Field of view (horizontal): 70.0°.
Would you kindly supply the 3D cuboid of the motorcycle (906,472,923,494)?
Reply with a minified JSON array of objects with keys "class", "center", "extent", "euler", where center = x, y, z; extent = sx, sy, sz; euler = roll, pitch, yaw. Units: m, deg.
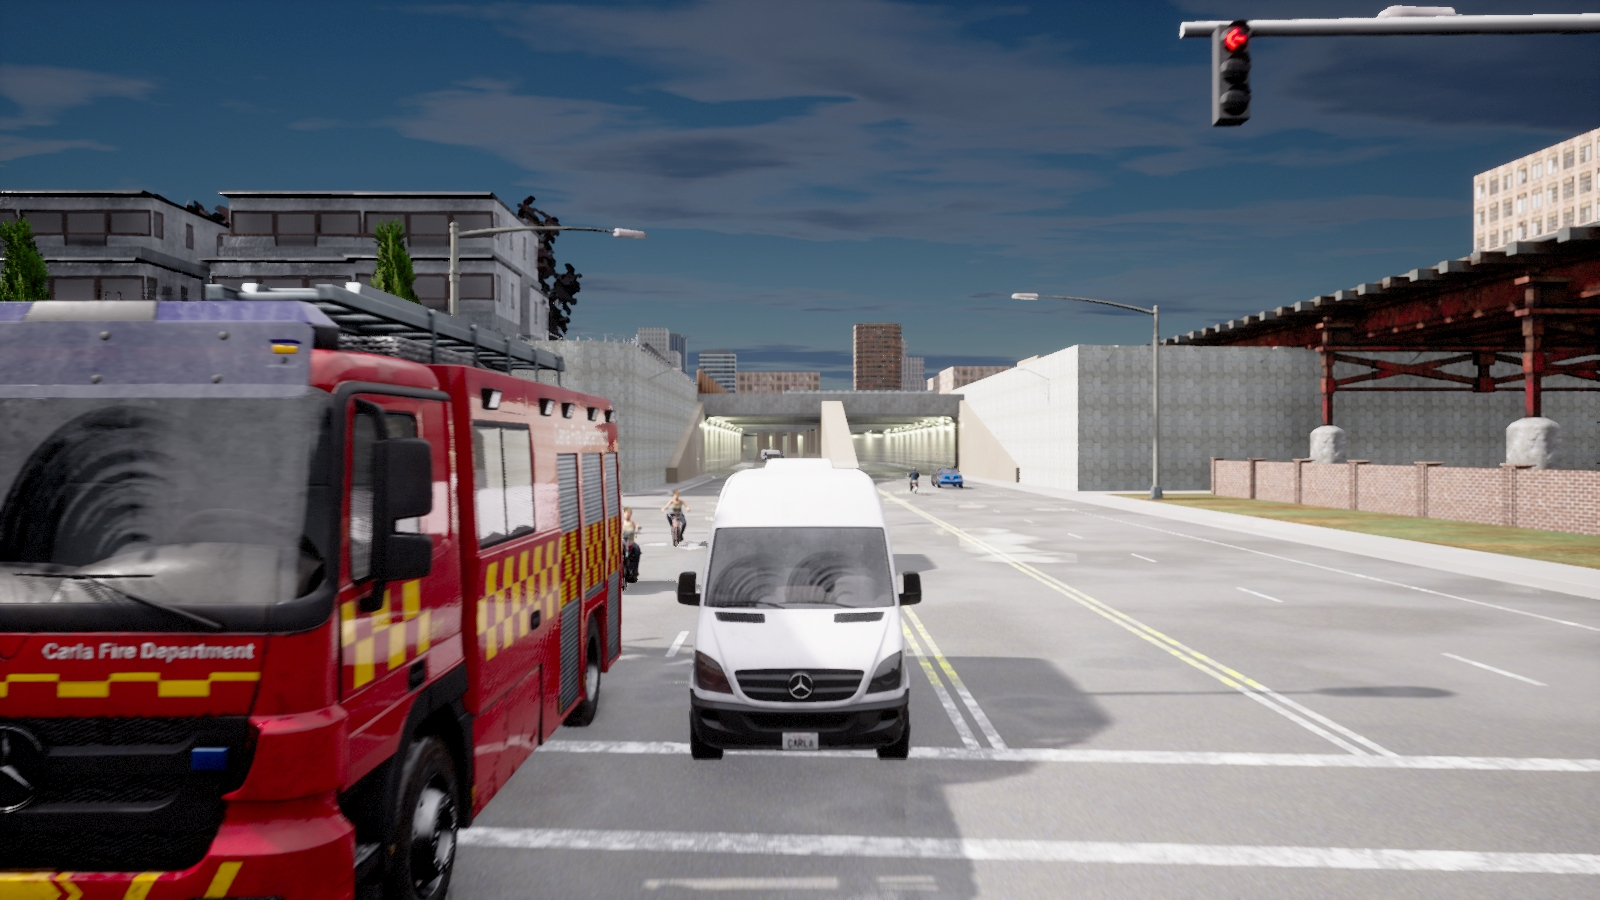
[{"class":"motorcycle","center":[7.002,2.012,69.847],"extent":[0.856,1.341,1.805],"euler":[0,0,0]}]

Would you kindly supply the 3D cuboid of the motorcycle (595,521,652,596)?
[{"class":"motorcycle","center":[-3.513,2.134,22.904],"extent":[0.764,1.277,2.356],"euler":[0,0,0]}]

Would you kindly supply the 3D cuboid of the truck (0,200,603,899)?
[{"class":"truck","center":[-3.737,0.875,8.924],"extent":[2.891,3.827,8.468],"euler":[0,0,0]}]

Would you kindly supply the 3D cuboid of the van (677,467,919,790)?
[{"class":"van","center":[-0.010,1.512,12.352],"extent":[1.988,2.561,5.915],"euler":[0,0,0]}]
